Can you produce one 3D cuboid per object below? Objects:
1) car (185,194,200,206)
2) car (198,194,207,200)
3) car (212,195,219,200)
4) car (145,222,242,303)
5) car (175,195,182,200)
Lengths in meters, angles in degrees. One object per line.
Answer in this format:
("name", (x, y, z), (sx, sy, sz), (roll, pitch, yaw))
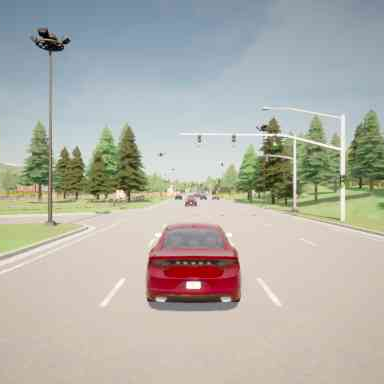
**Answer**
("car", (-0.150, 1.525, 52.897), (1.812, 1.442, 4.674), (0, 0, 0))
("car", (3.231, 1.524, 94.353), (1.812, 1.442, 4.674), (0, 0, 0))
("car", (6.731, 1.525, 94.363), (2.128, 1.511, 4.902), (0, 0, 0))
("car", (0.040, 1.478, 8.294), (1.882, 1.535, 5.008), (0, 0, 0))
("car", (-3.769, 1.478, 94.333), (1.882, 1.535, 5.008), (0, 0, 0))
